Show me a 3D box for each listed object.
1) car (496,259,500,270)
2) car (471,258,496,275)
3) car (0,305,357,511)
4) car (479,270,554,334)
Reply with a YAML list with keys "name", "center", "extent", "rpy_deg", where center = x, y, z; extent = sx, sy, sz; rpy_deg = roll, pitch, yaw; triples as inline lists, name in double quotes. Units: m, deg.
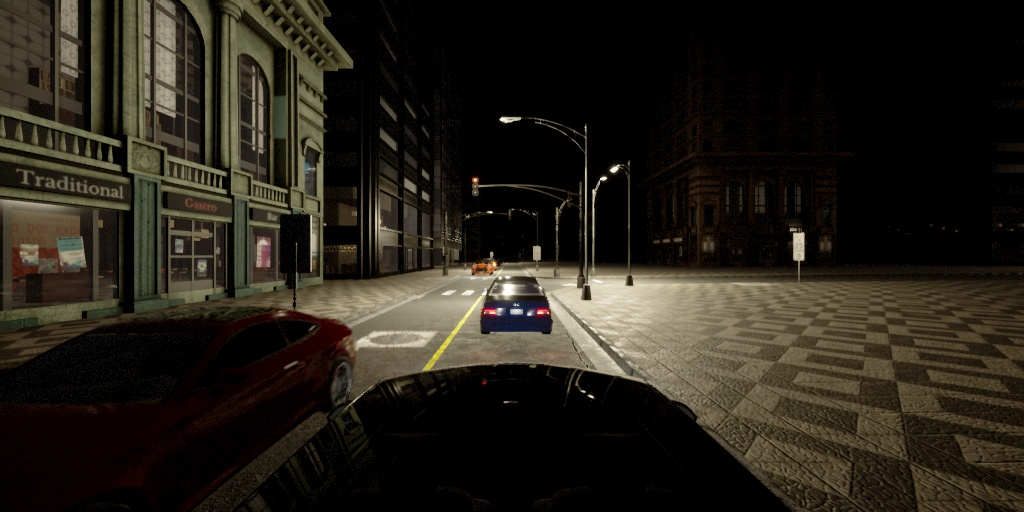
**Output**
- name: "car"
  center: [-3.113, 1.108, 47.905]
  extent: [2.097, 1.767, 4.553]
  rpy_deg: [0, 0, 0]
- name: "car"
  center: [-3.089, 1.103, 38.160]
  extent: [2.097, 1.767, 4.553]
  rpy_deg: [0, 0, -1]
- name: "car"
  center: [-3.100, 1.276, 3.356]
  extent: [1.812, 1.442, 4.674]
  rpy_deg: [0, 0, 0]
- name: "car"
  center: [0.096, 1.297, 10.547]
  extent: [2.033, 1.411, 5.357]
  rpy_deg: [0, 0, 0]
